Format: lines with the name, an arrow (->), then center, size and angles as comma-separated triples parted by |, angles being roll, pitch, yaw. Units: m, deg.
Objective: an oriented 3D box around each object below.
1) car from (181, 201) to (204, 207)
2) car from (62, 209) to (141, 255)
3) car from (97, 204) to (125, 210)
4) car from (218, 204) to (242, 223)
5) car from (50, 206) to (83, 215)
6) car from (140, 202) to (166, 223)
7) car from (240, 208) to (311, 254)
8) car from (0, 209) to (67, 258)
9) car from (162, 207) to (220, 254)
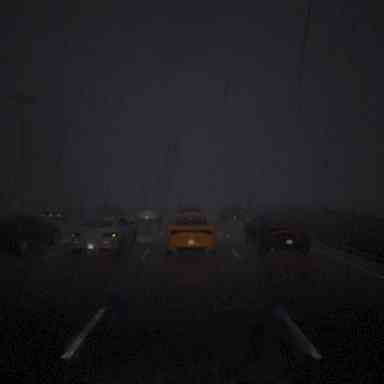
car -> -0.108, 1.823, 28.530 | 1.837, 1.490, 4.892 | 0, 0, 0
car -> -3.521, 1.680, 13.903 | 1.812, 1.442, 4.674 | 0, 0, 0
car -> -7.105, 1.801, 29.240 | 1.882, 1.535, 5.008 | 0, 0, 0
car -> 3.392, 1.808, 28.548 | 2.128, 1.511, 4.902 | 0, 0, 0
car -> -10.611, 1.852, 27.484 | 2.033, 1.411, 5.357 | 0, -1, 0
car -> -3.607, 1.845, 28.907 | 1.812, 1.442, 4.674 | 0, 0, 0
car -> 3.482, 1.636, 14.290 | 1.882, 1.535, 5.008 | 0, 0, 0
car -> -7.021, 1.657, 13.486 | 1.837, 1.490, 4.892 | 0, 0, 0
car -> -0.018, 1.636, 14.268 | 1.882, 1.535, 5.008 | 0, 0, 0
